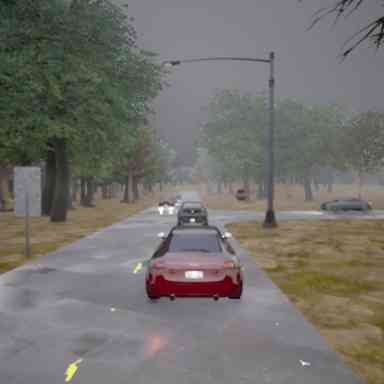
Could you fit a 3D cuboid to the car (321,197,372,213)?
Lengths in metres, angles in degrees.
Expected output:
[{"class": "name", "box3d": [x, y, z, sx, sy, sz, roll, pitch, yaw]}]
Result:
[{"class": "car", "box3d": [13.861, 1.144, 30.000, 4.181, 1.385, 1.994, -1, 2, 2]}]

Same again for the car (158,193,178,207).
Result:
[{"class": "car", "box3d": [-3.211, 1.193, 43.131, 1.994, 1.385, 4.181, 1, 0, 0]}]

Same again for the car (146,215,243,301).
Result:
[{"class": "car", "box3d": [0.063, 1.507, 8.253, 1.994, 1.385, 4.181, 0, 0, 1]}]

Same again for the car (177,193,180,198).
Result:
[{"class": "car", "box3d": [-3.264, 1.037, 53.025, 1.837, 1.490, 4.892, 0, 1, -1]}]

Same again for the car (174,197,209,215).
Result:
[{"class": "car", "box3d": [0.029, 1.345, 21.672, 1.837, 1.490, 4.892, 0, 1, 0]}]
